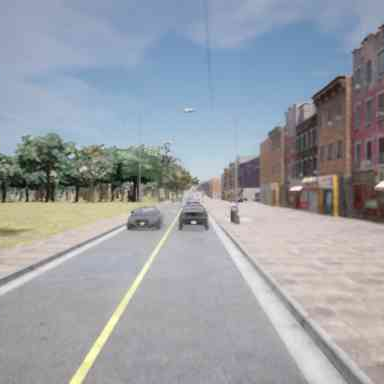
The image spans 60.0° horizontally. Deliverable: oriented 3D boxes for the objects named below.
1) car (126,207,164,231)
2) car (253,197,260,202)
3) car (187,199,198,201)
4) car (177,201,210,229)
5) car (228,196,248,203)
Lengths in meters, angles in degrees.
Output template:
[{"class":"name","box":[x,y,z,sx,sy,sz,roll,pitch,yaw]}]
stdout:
[{"class":"car","box":[-2.844,1.615,21.005,1.994,1.385,4.181,0,0,0]},{"class":"car","box":[15.982,1.630,75.770,4.206,1.307,1.802,-1,1,0]},{"class":"car","box":[0.111,1.646,42.923,2.128,1.511,4.902,0,0,0]},{"class":"car","box":[0.107,1.560,22.000,1.837,1.490,4.892,0,0,0]},{"class":"car","box":[10.451,1.718,75.773,4.403,1.369,2.008,-1,1,0]}]
